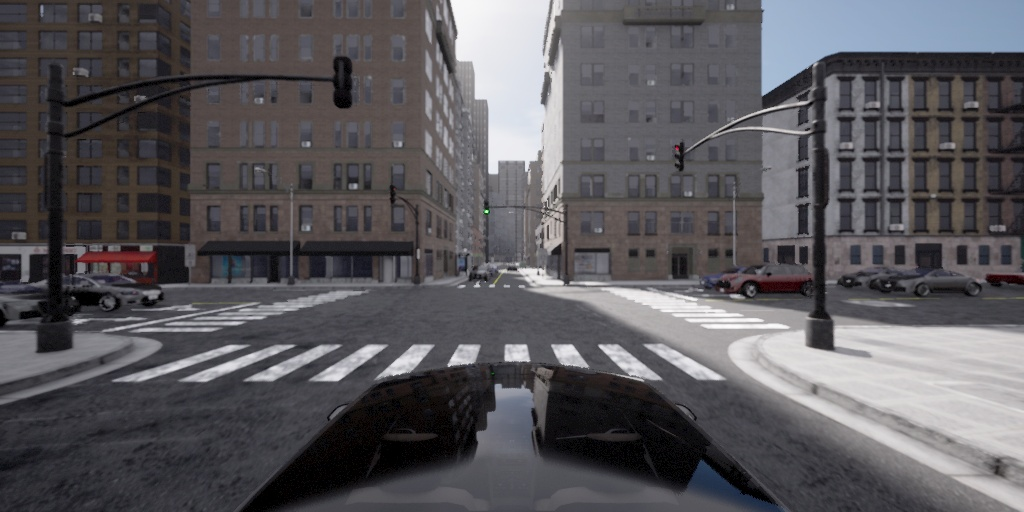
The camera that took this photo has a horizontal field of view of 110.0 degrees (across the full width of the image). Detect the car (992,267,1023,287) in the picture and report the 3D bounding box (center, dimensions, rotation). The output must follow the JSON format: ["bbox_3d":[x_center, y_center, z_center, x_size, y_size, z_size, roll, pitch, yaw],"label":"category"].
[{"bbox_3d":[32.830,1.336,22.375,4.718,1.301,1.895,0,0,0],"label":"car"}]

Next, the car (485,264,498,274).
[{"bbox_3d":[-3.142,1.997,56.321,1.812,1.442,4.674,0,-1,0],"label":"car"}]

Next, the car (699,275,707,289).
[{"bbox_3d":[14.163,1.389,22.279,4.674,1.442,1.812,0,0,0],"label":"car"}]

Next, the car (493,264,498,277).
[{"bbox_3d":[-3.139,1.915,44.970,1.895,1.301,4.718,0,-1,0],"label":"car"}]

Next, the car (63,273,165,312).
[{"bbox_3d":[-17.803,1.510,15.407,4.902,1.511,2.128,0,0,1],"label":"car"}]

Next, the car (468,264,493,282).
[{"bbox_3d":[-3.135,1.685,35.007,1.837,1.490,4.892,0,-1,0],"label":"car"}]

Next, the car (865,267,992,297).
[{"bbox_3d":[21.981,1.370,19.075,4.181,1.385,1.994,0,0,-1],"label":"car"}]

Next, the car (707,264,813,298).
[{"bbox_3d":[13.338,1.215,19.005,4.553,1.767,2.097,0,0,-1],"label":"car"}]

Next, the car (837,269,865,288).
[{"bbox_3d":[22.910,1.369,22.336,4.181,1.385,1.994,0,0,-1],"label":"car"}]

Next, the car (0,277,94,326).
[{"bbox_3d":[-17.532,1.575,12.148,4.181,1.385,1.994,0,0,0],"label":"car"}]
